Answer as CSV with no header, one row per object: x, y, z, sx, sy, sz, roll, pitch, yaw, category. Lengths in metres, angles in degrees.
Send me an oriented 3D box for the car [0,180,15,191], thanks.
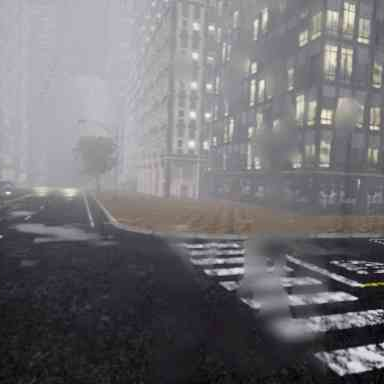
-28.305,-0.992,50.462,2.097,1.767,4.553,2,1,-19,car

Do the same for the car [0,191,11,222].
-9.273,0.809,14.465,1.895,1.301,4.718,2,1,-19,car
